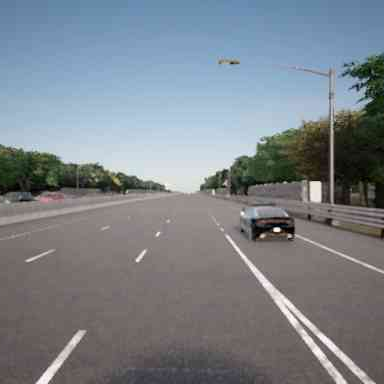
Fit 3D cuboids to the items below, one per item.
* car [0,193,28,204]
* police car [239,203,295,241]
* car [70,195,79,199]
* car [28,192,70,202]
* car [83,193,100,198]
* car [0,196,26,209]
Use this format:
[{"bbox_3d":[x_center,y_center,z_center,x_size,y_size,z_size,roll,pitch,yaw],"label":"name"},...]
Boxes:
[{"bbox_3d":[-21.068,1.079,39.628,2.150,2.045,5.566,0,0,0],"label":"car"},{"bbox_3d":[3.532,1.368,16.470,1.930,1.638,5.238,0,0,0],"label":"police car"},{"bbox_3d":[-21.006,1.329,57.890,1.882,1.535,5.008,0,0,0],"label":"car"},{"bbox_3d":[-17.590,1.072,41.274,2.150,2.045,5.566,0,0,0],"label":"car"},{"bbox_3d":[-17.506,0.878,57.923,2.097,1.767,4.553,0,0,0],"label":"car"},{"bbox_3d":[-24.581,1.330,44.605,2.128,1.511,4.902,0,0,0],"label":"car"}]
